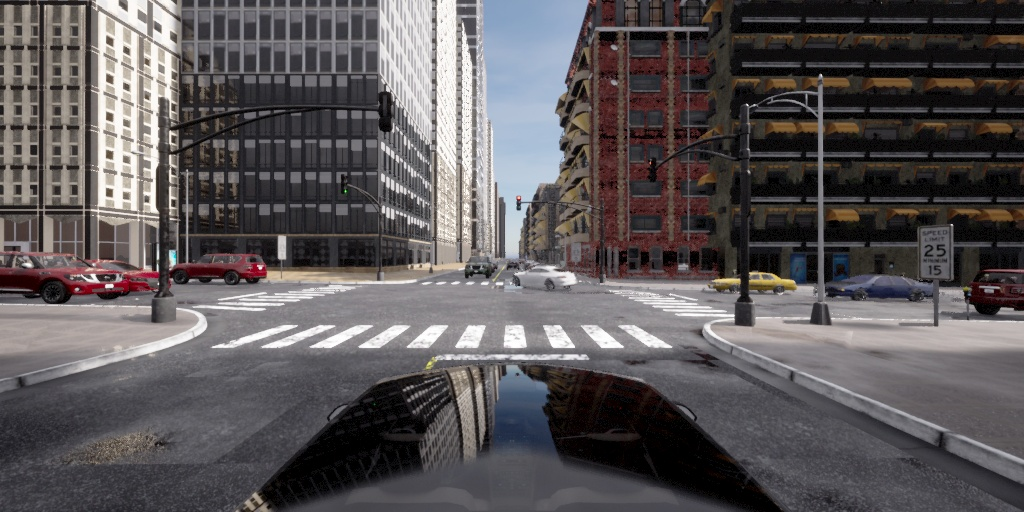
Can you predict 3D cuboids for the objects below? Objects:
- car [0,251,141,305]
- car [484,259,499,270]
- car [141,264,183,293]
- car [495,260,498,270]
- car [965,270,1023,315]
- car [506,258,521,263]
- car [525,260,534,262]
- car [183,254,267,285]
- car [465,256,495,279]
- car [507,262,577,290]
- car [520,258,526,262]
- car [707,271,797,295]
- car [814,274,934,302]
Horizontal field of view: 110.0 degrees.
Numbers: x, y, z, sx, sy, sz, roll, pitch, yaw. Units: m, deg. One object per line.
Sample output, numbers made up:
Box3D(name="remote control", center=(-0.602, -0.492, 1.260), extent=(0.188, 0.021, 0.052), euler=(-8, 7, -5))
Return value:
Box3D(name="car", center=(-17.567, 0.757, 13.365), extent=(5.009, 1.841, 2.192), euler=(0, 0, 0))
Box3D(name="car", center=(-3.051, 1.244, 53.961), extent=(1.882, 1.535, 5.008), euler=(0, 0, 0))
Box3D(name="car", center=(-18.151, 0.916, 15.951), extent=(5.008, 1.535, 1.882), euler=(1, 0, 0))
Box3D(name="car", center=(-3.063, 1.286, 43.688), extent=(1.812, 1.442, 4.674), euler=(0, 0, 0))
Box3D(name="car", center=(20.607, 1.461, 13.703), extent=(5.009, 1.841, 2.192), euler=(0, 0, 0))
Box3D(name="car", center=(0.138, 1.273, 54.747), extent=(1.837, 1.490, 4.892), euler=(0, 0, 0))
Box3D(name="car", center=(2.770, 1.341, 41.709), extent=(1.802, 1.307, 4.207), euler=(0, 0, 0))
Box3D(name="car", center=(-17.695, 0.776, 21.744), extent=(5.009, 1.841, 2.192), euler=(0, 0, 0))
Box3D(name="car", center=(-3.077, 0.977, 33.614), extent=(2.150, 2.045, 5.566), euler=(0, 0, 0))
Box3D(name="car", center=(2.007, 1.347, 23.022), extent=(1.812, 1.442, 4.674), euler=(-1, 1, -44))
Box3D(name="car", center=(2.729, 1.317, 54.626), extent=(2.007, 1.370, 4.403), euler=(0, 0, 0))
Box3D(name="car", center=(14.645, 1.587, 22.003), extent=(4.829, 1.417, 1.751), euler=(0, 0, 0))
Box3D(name="car", center=(19.675, 1.691, 19.453), extent=(5.357, 1.411, 2.033), euler=(1, 0, 0))
